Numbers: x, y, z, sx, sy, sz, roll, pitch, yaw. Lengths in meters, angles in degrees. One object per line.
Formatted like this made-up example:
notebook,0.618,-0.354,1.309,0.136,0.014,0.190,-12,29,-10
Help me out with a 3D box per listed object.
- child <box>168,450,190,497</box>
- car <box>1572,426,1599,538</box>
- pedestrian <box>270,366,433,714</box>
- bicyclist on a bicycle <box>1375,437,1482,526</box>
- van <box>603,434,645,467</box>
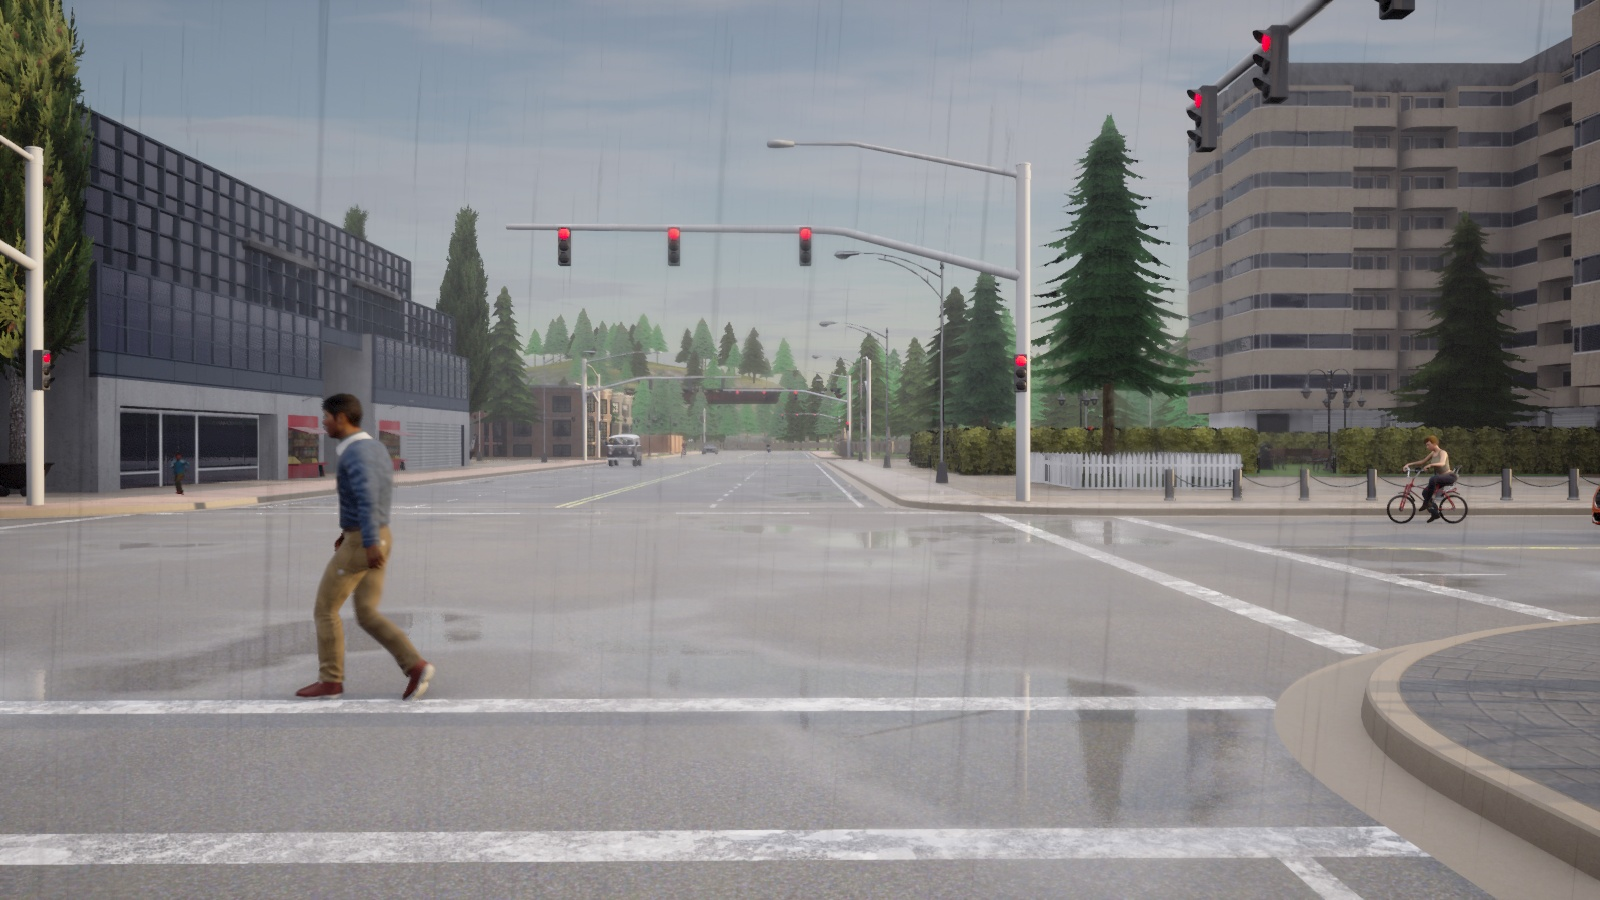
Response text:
child,-15.804,0.592,31.962,0.343,1.192,0.448,0,0,-3
car,14.889,0.507,19.479,4.553,1.767,2.097,0,0,0
pedestrian,-2.580,0.505,7.261,0.788,1.949,0.423,0,0,1
bicyclist on a bicycle,11.464,0.563,22.946,1.509,1.612,0.866,0,0,0
van,-11.099,0.012,79.523,2.069,2.038,4.480,0,0,0
